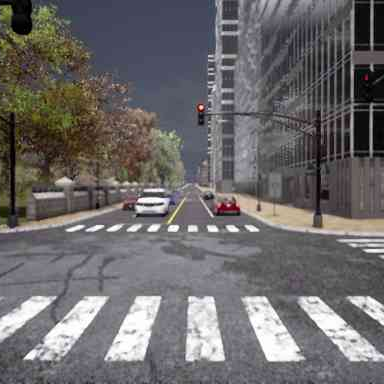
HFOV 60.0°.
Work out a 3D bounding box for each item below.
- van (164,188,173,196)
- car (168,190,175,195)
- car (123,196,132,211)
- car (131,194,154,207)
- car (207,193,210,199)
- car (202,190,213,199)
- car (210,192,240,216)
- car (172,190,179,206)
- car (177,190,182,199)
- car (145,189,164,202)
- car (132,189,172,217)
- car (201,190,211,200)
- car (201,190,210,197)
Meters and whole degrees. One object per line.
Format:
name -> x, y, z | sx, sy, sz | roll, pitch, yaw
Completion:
van -> -5.508, 0.064, 78.158 | 1.690, 1.788, 3.998 | 0, 1, 0
car -> -5.484, 0.101, 89.526 | 1.802, 1.307, 4.206 | 0, 1, 0
car -> -5.613, 1.023, 32.702 | 1.887, 1.381, 4.507 | 0, 1, 0
car -> -5.601, 0.938, 38.385 | 2.008, 1.369, 4.403 | 0, 1, 0
car -> 2.767, 1.044, 32.686 | 1.947, 1.339, 4.313 | 0, 1, 0
car -> 2.833, 0.458, 61.086 | 1.967, 1.590, 4.097 | 0, 1, 0
car -> 2.755, 1.009, 27.005 | 1.967, 1.590, 4.097 | 0, 1, 0
car -> -3.000, 0.871, 41.046 | 1.812, 1.442, 4.674 | 0, 1, 0
car -> -2.864, 0.413, 60.252 | 2.097, 1.767, 4.553 | 0, 1, 0
car -> -5.574, 0.521, 49.746 | 2.192, 1.841, 5.009 | 0, 1, 0
car -> -3.041, 0.792, 26.472 | 2.150, 2.045, 5.566 | 0, 2, 0
car -> 2.819, 0.679, 55.408 | 1.947, 1.339, 4.313 | 0, 1, 0
car -> 2.859, 0.346, 72.621 | 1.752, 1.417, 4.829 | 0, 1, 0
